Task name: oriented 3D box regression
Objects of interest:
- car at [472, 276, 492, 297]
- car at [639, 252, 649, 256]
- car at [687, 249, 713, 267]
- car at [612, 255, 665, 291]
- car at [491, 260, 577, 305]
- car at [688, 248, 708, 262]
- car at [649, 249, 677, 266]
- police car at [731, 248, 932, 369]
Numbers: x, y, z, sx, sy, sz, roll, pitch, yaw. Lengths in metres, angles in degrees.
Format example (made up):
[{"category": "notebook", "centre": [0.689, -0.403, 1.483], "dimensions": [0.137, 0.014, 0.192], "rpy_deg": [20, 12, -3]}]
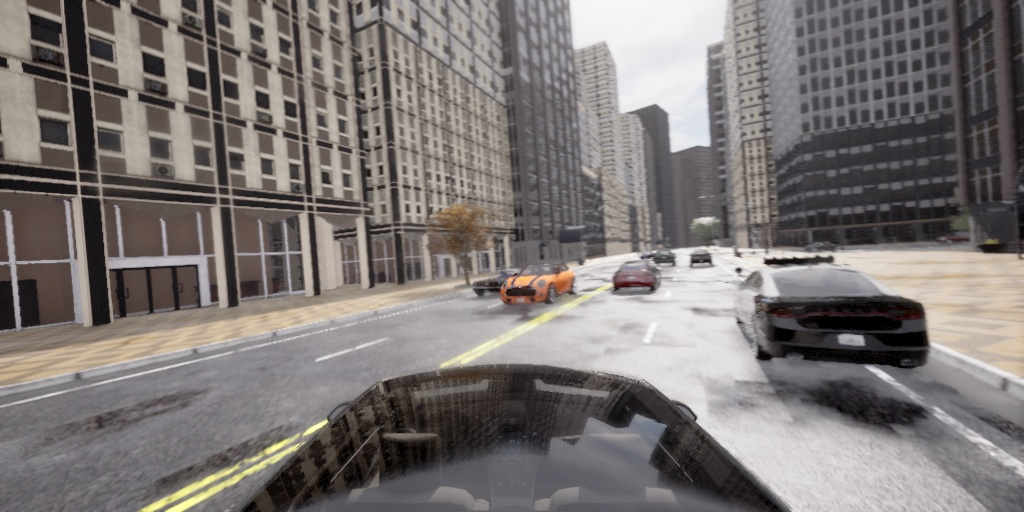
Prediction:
[{"category": "car", "centre": [-0.279, 1.396, 19.834], "dimensions": [1.895, 1.301, 4.718], "rpy_deg": [-4, 0, 27]}, {"category": "car", "centre": [20.103, 0.017, 53.258], "dimensions": [1.895, 1.301, 4.718], "rpy_deg": [-4, 0, 27]}, {"category": "car", "centre": [17.200, 0.163, 32.724], "dimensions": [1.837, 1.490, 4.892], "rpy_deg": [-4, -1, 27]}, {"category": "car", "centre": [6.382, 0.917, 18.222], "dimensions": [1.994, 1.385, 4.181], "rpy_deg": [-4, 0, 27]}, {"category": "car", "centre": [1.275, 1.037, 15.711], "dimensions": [2.097, 1.767, 4.553], "rpy_deg": [-4, 0, 27]}, {"category": "car", "centre": [23.087, -0.159, 44.677], "dimensions": [2.033, 1.411, 5.357], "rpy_deg": [-4, 0, 27]}, {"category": "car", "centre": [16.165, 0.090, 37.881], "dimensions": [2.097, 1.767, 4.553], "rpy_deg": [-4, 0, 27]}, {"category": "police car", "centre": [5.556, 0.815, 6.988], "dimensions": [1.930, 1.638, 5.238], "rpy_deg": [-4, 0, 27]}]
